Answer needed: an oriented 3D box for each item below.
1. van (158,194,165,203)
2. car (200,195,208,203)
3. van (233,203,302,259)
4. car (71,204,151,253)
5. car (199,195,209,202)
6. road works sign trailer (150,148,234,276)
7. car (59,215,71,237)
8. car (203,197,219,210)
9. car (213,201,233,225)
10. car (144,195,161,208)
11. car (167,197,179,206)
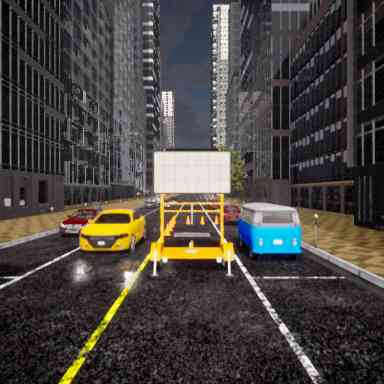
[{"bbox_3d":[-5.670,1.313,57.833,1.690,1.788,3.998,0,0,0],"label":"van"},{"bbox_3d":[2.708,1.530,52.134,2.008,1.369,4.403,0,0,0],"label":"car"},{"bbox_3d":[2.694,1.338,12.287,1.690,1.788,3.998,0,0,0],"label":"van"},{"bbox_3d":[-3.096,1.474,13.846,1.882,1.535,5.008,0,0,0],"label":"car"},{"bbox_3d":[2.716,1.381,74.904,1.967,1.590,4.097,0,0,0],"label":"car"},{"bbox_3d":[0.003,0.461,10.307,2.380,3.560,2.880,0,0,0],"label":"road works sign trailer"},{"bbox_3d":[-5.685,1.577,17.985,1.802,1.307,4.206,0,0,0],"label":"car"},{"bbox_3d":[2.704,1.570,40.749,1.802,1.307,4.206,0,0,0],"label":"car"},{"bbox_3d":[2.698,1.575,23.671,1.802,1.307,4.206,0,0,0],"label":"car"},{"bbox_3d":[-5.675,1.535,46.448,2.008,1.369,4.403,0,0,0],"label":"car"},{"bbox_3d":[-3.070,1.501,55.630,1.812,1.442,4.674,0,0,0],"label":"car"}]
